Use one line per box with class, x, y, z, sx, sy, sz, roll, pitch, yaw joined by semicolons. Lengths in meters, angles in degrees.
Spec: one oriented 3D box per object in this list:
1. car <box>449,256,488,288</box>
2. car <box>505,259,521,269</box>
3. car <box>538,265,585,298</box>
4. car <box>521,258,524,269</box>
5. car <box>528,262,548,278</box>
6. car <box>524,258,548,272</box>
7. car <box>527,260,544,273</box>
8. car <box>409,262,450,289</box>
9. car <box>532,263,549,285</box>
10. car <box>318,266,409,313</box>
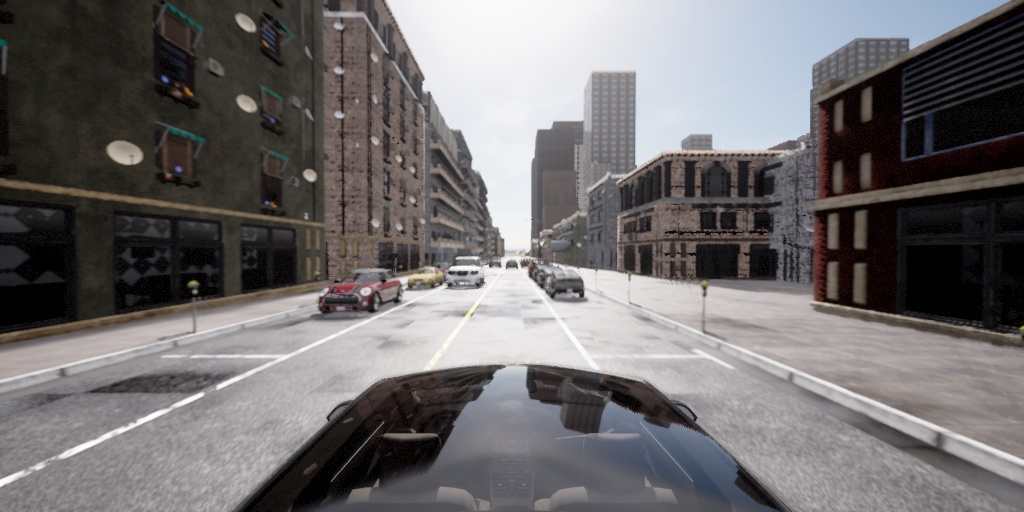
car;-3.102;1.046;25.083;2.150;2.045;5.566;0;0;0
car;-0.004;1.278;59.419;2.097;1.767;4.553;0;0;0
car;2.688;1.365;18.831;2.007;1.370;4.403;0;0;0
car;2.651;1.252;63.461;2.192;1.841;5.009;0;0;0
car;2.654;1.406;29.983;1.948;1.339;4.313;0;0;0
car;2.653;1.172;35.562;2.192;1.841;5.009;0;0;0
car;2.996;1.368;46.629;1.882;1.535;5.008;0;0;0
car;-5.694;1.349;24.182;1.751;1.417;4.829;0;0;0
car;2.654;1.389;24.403;1.948;1.339;4.313;0;0;0
car;-5.693;1.230;13.929;1.967;1.591;4.097;0;0;0
